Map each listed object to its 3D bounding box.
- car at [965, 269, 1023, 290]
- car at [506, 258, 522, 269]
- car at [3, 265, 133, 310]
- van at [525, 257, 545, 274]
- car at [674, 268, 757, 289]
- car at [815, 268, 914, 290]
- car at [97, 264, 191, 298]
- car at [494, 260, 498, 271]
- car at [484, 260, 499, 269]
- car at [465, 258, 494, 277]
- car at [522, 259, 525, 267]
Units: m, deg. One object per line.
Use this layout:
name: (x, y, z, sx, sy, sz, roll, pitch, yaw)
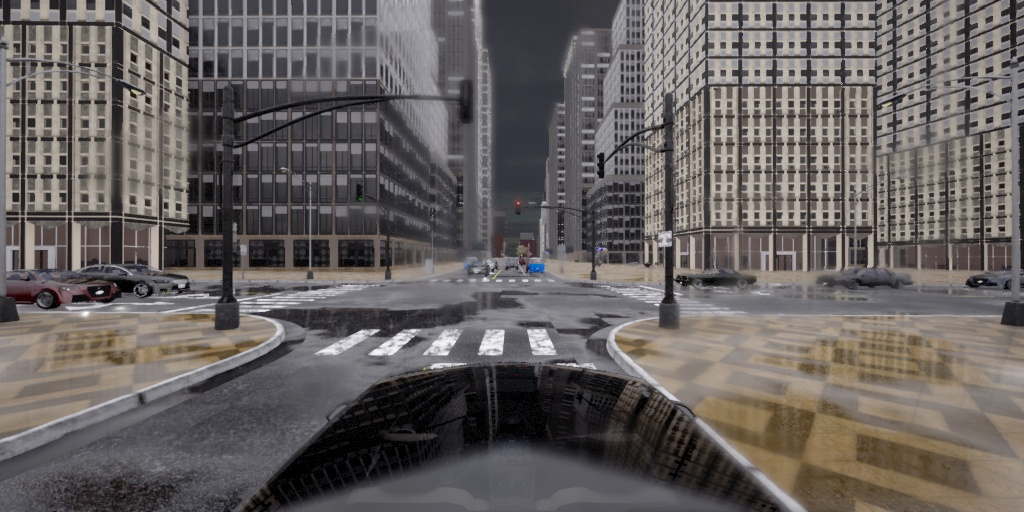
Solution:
car: (33.835, 1.575, 24.412, 4.181, 1.385, 1.994, 0, 0, -1)
car: (0.044, 1.294, 55.113, 2.033, 1.411, 5.357, 0, 0, 0)
car: (-17.424, 1.168, 13.382, 4.181, 1.385, 1.994, 0, 0, -1)
van: (2.687, 1.088, 39.809, 1.690, 1.789, 3.998, 0, 0, 0)
car: (13.489, 1.482, 23.976, 4.718, 1.301, 1.895, 0, 0, -1)
car: (23.726, 1.495, 24.189, 5.357, 1.411, 2.033, 0, 0, -1)
car: (-17.809, 1.108, 16.625, 4.902, 1.511, 2.128, 0, 0, -1)
car: (-3.191, 1.273, 45.816, 1.812, 1.442, 4.674, 0, 0, 0)
car: (-3.145, 1.294, 56.448, 2.033, 1.411, 5.357, 0, 0, 0)
car: (-3.231, 1.239, 35.642, 2.128, 1.511, 4.902, 0, 0, 0)
car: (2.618, 1.292, 45.347, 1.888, 1.381, 4.507, 0, 0, 0)
